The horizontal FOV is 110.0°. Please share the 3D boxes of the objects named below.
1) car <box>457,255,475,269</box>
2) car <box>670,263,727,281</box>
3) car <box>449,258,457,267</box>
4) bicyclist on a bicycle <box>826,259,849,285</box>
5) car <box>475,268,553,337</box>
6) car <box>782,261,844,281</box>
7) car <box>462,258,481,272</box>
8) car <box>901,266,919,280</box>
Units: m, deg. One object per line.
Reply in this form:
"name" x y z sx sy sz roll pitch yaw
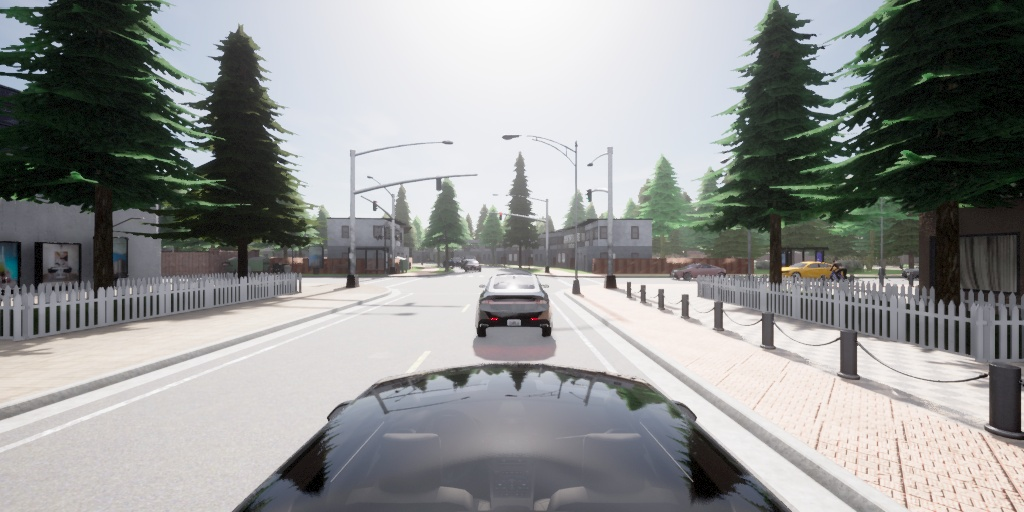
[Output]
"car" -6.531 0.937 54.543 2.150 2.045 5.566 0 0 -15
"car" 15.304 1.299 29.558 4.181 1.385 1.994 0 0 2
"car" -9.904 1.068 64.113 2.097 1.767 4.553 0 0 -24
"bicyclist on a bicycle" 19.892 1.035 21.940 0.582 1.620 1.656 0 0 2
"car" 0.059 1.242 10.259 2.128 1.511 4.902 0 0 0
"car" 24.183 1.212 29.301 5.008 1.535 1.882 0 0 2
"car" -4.930 1.280 45.379 1.994 1.385 4.181 0 0 -7
"car" 34.555 1.240 28.977 4.892 1.490 1.837 0 0 2
